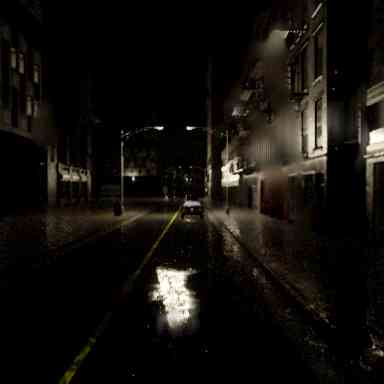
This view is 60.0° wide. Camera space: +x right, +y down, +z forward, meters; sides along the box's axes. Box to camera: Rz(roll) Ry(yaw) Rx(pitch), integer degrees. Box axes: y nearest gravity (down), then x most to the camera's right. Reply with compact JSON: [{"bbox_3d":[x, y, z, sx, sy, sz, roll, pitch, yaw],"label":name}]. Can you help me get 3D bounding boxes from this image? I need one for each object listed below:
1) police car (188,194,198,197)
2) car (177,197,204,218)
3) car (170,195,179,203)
[{"bbox_3d":[0.010,1.191,54.425,1.930,1.638,5.238,0,0,0],"label":"police car"},{"bbox_3d":[0.032,1.423,28.692,2.033,1.411,5.357,0,0,1],"label":"car"},{"bbox_3d":[-3.024,1.262,61.078,1.812,1.442,4.674,0,0,1],"label":"car"}]
